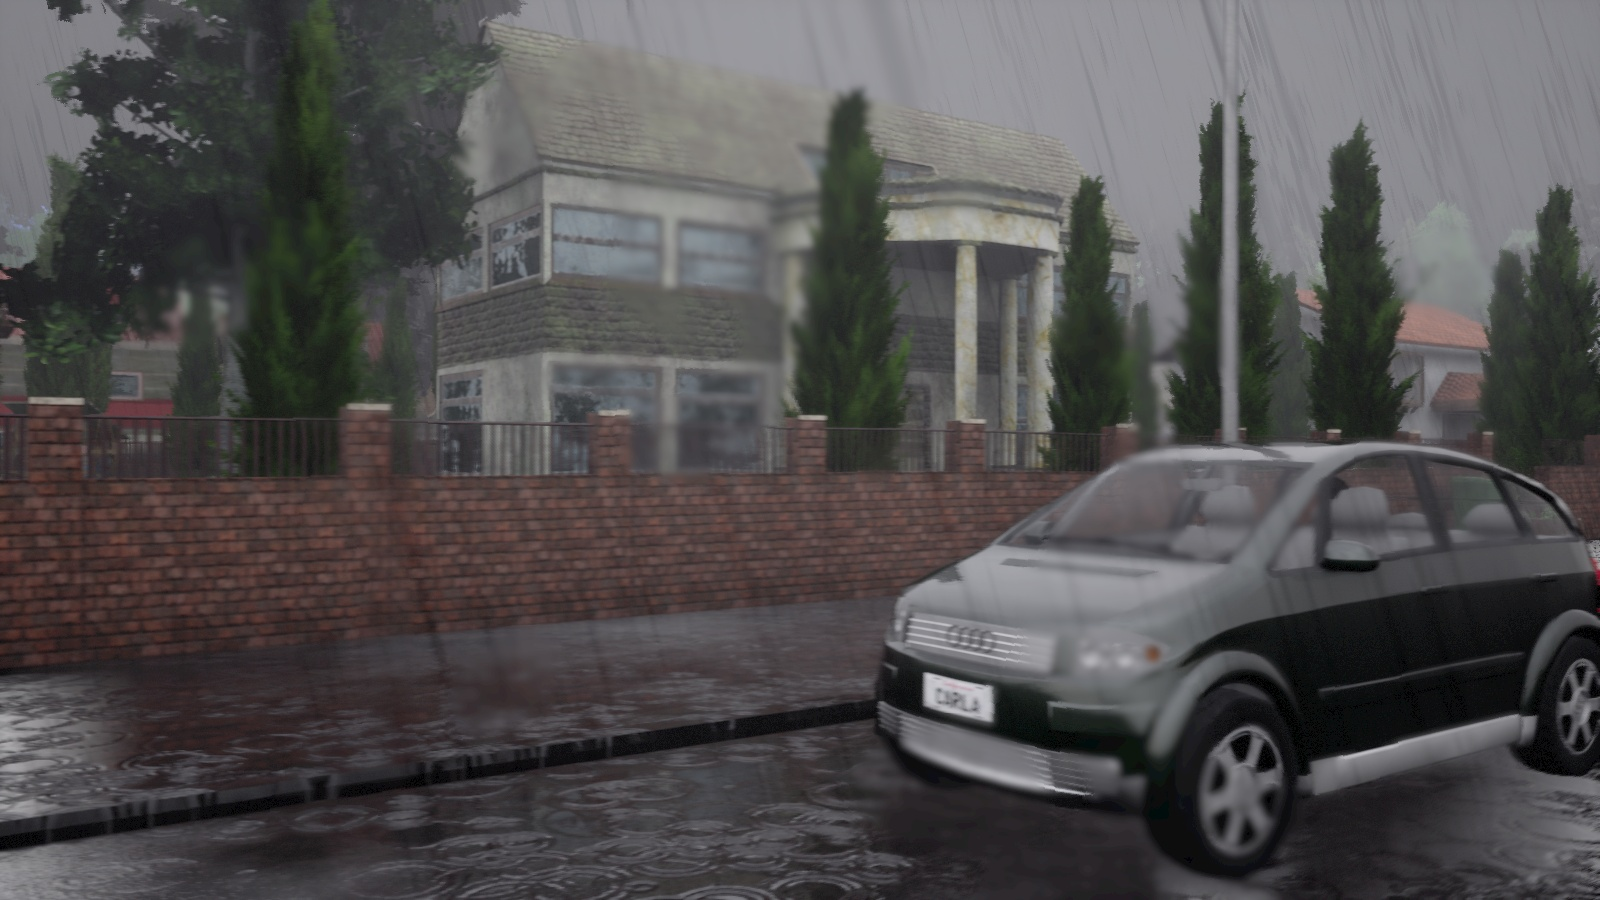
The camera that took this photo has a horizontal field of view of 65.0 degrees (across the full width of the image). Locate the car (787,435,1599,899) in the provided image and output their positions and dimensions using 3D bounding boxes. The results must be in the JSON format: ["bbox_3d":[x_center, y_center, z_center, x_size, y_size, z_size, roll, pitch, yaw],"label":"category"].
[{"bbox_3d":[1.977,0.733,5.644,3.705,1.549,1.789,0,0,-35],"label":"car"}]
